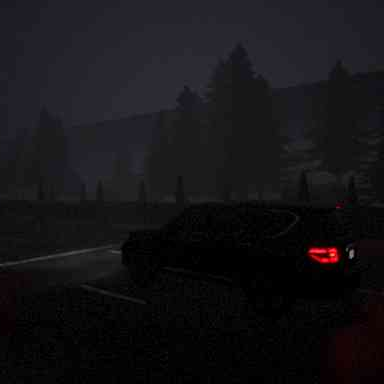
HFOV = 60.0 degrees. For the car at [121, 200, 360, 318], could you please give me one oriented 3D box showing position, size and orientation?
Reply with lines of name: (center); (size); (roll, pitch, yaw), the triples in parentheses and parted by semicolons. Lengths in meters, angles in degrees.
car: (0.776, 1.212, 7.690); (5.566, 2.045, 2.150); (0, 0, 38)
